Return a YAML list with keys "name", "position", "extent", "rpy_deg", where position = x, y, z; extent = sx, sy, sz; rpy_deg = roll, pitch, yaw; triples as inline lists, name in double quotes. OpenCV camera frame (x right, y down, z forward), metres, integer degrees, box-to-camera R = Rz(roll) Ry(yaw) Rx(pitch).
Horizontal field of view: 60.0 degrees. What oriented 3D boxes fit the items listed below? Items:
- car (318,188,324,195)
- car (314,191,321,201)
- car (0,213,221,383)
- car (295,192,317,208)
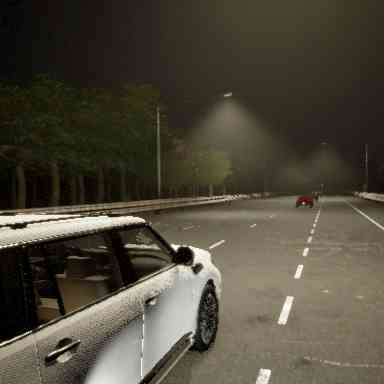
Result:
- name: "car"
  position: [32.260, 0.464, 85.849]
  extent: [2.097, 1.767, 4.553]
  rpy_deg: [-1, 0, 22]
- name: "car"
  position: [21.929, 0.948, 60.441]
  extent: [1.895, 1.301, 4.718]
  rpy_deg: [-1, 0, 22]
- name: "car"
  position: [-1.378, 1.217, 3.379]
  extent: [2.150, 2.045, 5.566]
  rpy_deg: [-2, 0, 21]
- name: "car"
  position: [13.633, 1.086, 40.052]
  extent: [1.812, 1.442, 4.674]
  rpy_deg: [-1, 0, 22]
